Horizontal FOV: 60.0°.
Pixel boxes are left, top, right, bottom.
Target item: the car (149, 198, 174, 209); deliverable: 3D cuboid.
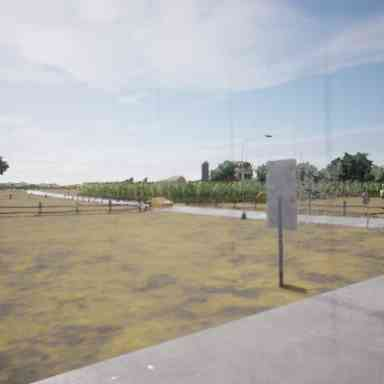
[{"bbox_3d":[-4.481,1.584,48.335,1.882,1.535,5.008,-1,1,-35],"label":"car"}]
